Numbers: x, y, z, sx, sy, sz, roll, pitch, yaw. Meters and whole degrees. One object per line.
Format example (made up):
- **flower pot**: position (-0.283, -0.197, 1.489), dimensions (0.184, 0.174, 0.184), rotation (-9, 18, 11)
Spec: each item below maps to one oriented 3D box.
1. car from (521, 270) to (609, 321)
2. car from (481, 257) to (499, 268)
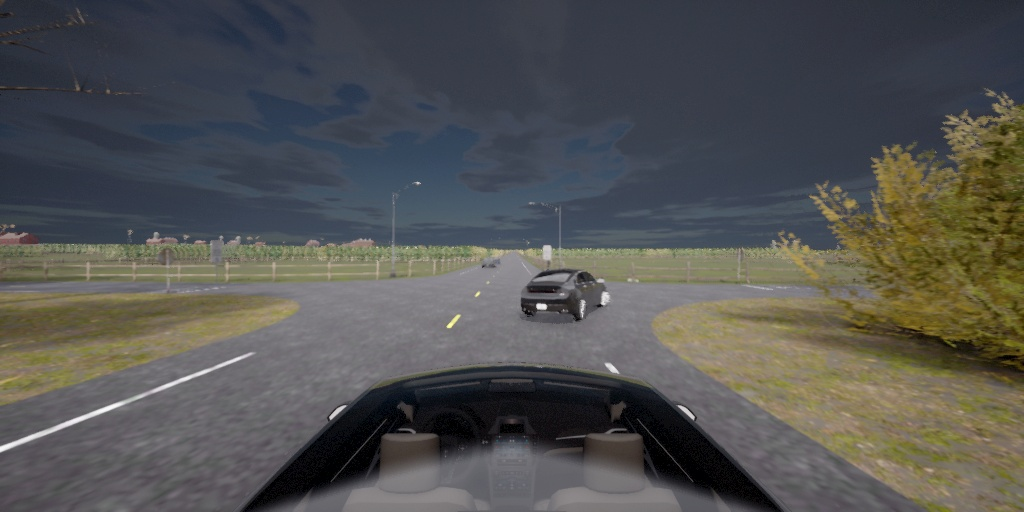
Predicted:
- **car**: position (1.975, 1.202, 12.484), dimensions (1.837, 1.490, 4.892), rotation (-2, -1, 28)
- **car**: position (-3.322, 0.976, 51.338), dimensions (1.837, 1.490, 4.892), rotation (0, 0, 1)
